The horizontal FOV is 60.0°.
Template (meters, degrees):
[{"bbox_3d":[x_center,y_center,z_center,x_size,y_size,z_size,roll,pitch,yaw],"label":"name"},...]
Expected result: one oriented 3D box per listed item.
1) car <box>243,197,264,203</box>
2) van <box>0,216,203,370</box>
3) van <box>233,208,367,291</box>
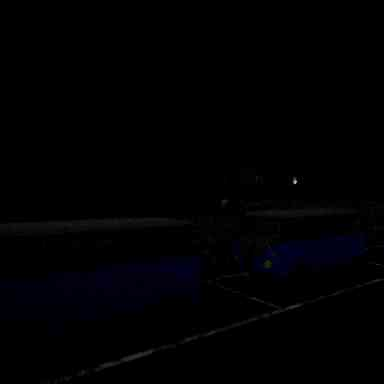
[{"bbox_3d":[13.503,1.738,72.850,1.895,1.301,4.718,0,0,-36],"label":"car"},{"bbox_3d":[-1.719,1.341,5.422,3.998,1.788,1.690,0,0,-35],"label":"van"},{"bbox_3d":[2.904,1.341,8.718,3.998,1.788,1.690,0,0,-35],"label":"van"}]
